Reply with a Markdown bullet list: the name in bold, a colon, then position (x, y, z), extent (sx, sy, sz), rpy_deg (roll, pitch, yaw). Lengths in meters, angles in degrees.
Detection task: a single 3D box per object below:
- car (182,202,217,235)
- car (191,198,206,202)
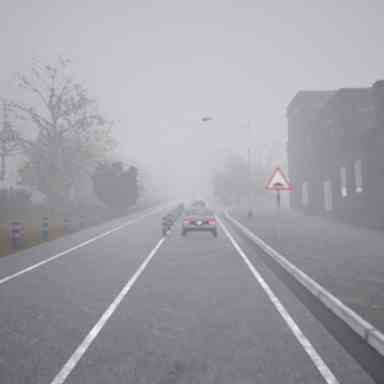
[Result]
- **car**: position (0.411, 1.531, 18.534), extent (2.033, 1.411, 5.357), rpy_deg (0, 0, 1)
- **car**: position (0.816, 1.456, 42.715), extent (1.812, 1.442, 4.674), rpy_deg (-1, -1, 1)
